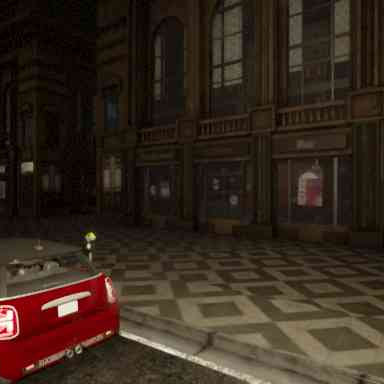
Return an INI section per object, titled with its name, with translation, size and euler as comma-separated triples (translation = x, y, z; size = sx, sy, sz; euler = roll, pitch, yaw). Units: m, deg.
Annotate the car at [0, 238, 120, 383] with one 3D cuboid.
[car]
translation = -3.079, 1.437, 5.165
size = 4.097, 1.590, 1.967
euler = 0, 0, 36
